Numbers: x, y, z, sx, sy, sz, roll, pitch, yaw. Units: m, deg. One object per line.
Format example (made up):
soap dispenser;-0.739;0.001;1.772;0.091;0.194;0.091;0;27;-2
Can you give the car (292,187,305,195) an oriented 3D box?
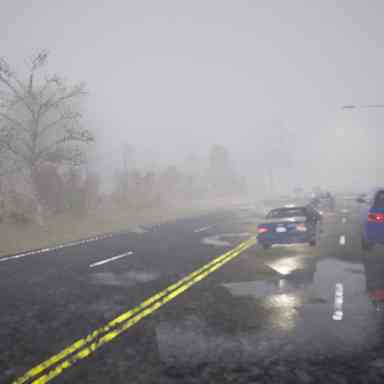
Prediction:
car;19.880;-0.212;62.020;1.837;1.490;4.892;0;2;26

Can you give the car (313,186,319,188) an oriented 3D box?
car;22.810;-0.231;60.614;1.837;1.490;4.892;0;2;26

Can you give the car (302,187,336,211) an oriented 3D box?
car;10.635;0.686;27.155;2.128;1.511;4.902;-5;0;26

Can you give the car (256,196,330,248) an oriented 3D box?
car;3.864;1.164;12.693;2.033;1.411;5.357;-6;-1;25

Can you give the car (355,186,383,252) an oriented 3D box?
car;6.924;0.820;11.313;2.150;2.045;5.566;2;3;25
